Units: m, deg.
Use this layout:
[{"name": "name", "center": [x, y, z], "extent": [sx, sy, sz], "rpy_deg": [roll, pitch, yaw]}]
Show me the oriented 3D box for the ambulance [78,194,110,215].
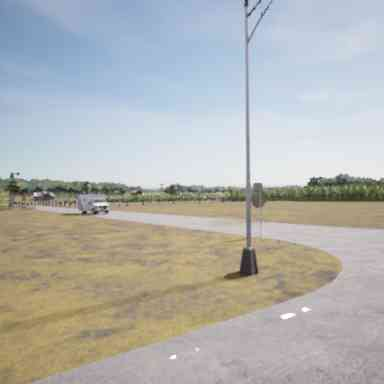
[{"name": "ambulance", "center": [-12.534, 1.562, 42.485], "extent": [2.351, 2.431, 6.366], "rpy_deg": [-1, 0, -35]}]
